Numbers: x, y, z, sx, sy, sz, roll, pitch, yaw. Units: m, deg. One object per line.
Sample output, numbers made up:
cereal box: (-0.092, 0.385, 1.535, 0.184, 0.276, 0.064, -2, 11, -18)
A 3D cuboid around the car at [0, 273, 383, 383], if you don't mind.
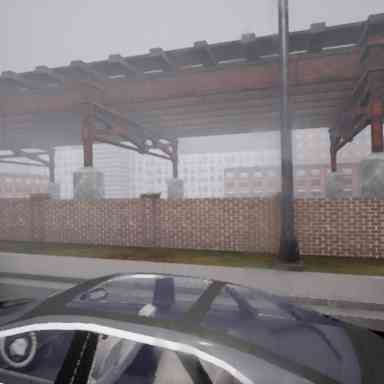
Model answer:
car: (-0.684, 1.490, 2.692, 4.902, 1.511, 2.128, 0, 0, 16)
